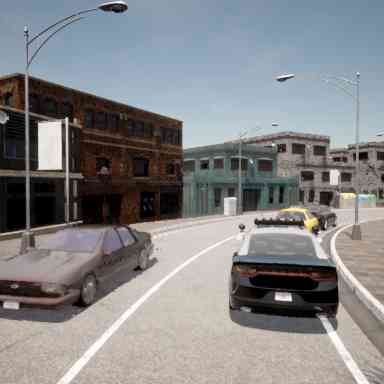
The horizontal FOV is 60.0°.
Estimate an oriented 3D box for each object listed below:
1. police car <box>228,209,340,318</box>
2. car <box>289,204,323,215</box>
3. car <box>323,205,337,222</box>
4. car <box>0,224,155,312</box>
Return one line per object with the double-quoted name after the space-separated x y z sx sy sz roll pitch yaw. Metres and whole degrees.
2.003 1.428 7.706 1.930 1.638 5.238 0 0 13 "police car"
5.186 1.471 16.560 1.801 1.575 5.366 1 0 26 "car"
7.923 1.536 21.234 1.837 1.490 4.892 1 0 34 "car"
-2.509 1.532 8.249 2.033 1.411 5.357 0 0 12 "car"
